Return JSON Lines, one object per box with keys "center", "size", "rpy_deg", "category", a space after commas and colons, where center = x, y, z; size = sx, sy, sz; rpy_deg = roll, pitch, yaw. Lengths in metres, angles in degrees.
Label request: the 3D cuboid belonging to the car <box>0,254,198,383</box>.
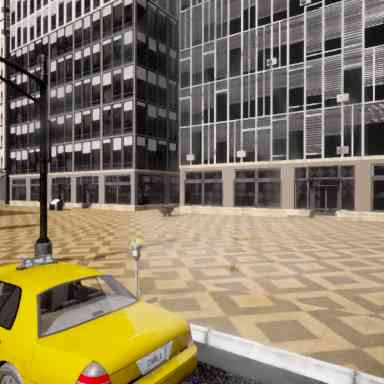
{"center": [-2.218, 1.525, 4.472], "size": [4.829, 1.417, 1.752], "rpy_deg": [0, 0, 36], "category": "car"}
